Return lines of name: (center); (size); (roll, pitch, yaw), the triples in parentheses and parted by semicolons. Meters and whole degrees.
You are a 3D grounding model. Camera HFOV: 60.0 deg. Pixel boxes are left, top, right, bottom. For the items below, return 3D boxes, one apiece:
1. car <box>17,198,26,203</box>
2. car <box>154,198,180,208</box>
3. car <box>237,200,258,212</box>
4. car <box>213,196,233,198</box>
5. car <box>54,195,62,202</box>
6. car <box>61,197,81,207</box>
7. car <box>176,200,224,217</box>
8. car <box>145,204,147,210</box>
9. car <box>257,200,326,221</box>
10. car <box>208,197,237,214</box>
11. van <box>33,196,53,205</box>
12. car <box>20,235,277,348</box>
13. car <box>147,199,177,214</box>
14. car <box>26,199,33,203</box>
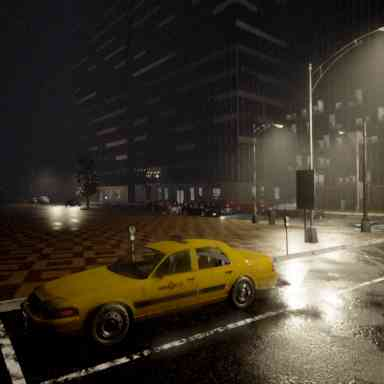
car: (-43.353, 2.125, 85.005); (1.752, 1.417, 4.829); (-2, 1, -41)
car: (-3.930, 1.714, 52.131); (1.947, 1.339, 4.313); (-2, 1, -41)
car: (7.142, 1.633, 39.297); (1.802, 1.307, 4.206); (-2, 1, -41)
car: (3.444, 1.399, 43.569); (2.192, 1.841, 5.009); (-2, 1, -41)
car: (-33.453, 1.942, 86.355); (1.887, 1.381, 4.507); (-2, 1, -41)
car: (-21.357, 1.999, 59.502); (1.802, 1.307, 4.206); (-2, 1, -41)
car: (0.747, 1.791, 33.867); (1.947, 1.339, 4.313); (-2, 1, -41)
car: (-4.348, 1.797, 43.772); (1.994, 1.385, 4.181); (-2, 1, -40)
car: (8.607, 1.667, 28.725); (2.033, 1.411, 5.357); (-2, 1, -41)
car: (2.192, 1.681, 36.165); (1.837, 1.490, 4.892); (-2, 1, -41)
van: (-32.415, 1.851, 72.315); (1.690, 1.788, 3.998); (-2, 1, -41)
car: (-0.478, 1.524, 6.235); (4.829, 1.417, 1.752); (0, -1, -35)
car: (-2.940, 1.698, 38.138); (1.967, 1.590, 4.097); (-2, 1, -41)
car: (-35.985, 2.065, 76.461); (1.752, 1.417, 4.829); (-2, 1, -41)
